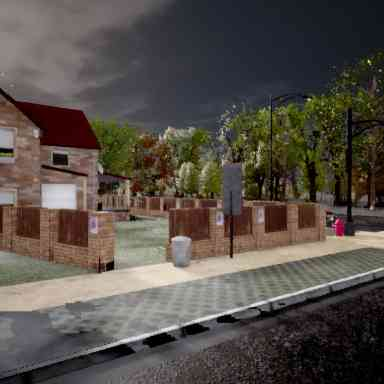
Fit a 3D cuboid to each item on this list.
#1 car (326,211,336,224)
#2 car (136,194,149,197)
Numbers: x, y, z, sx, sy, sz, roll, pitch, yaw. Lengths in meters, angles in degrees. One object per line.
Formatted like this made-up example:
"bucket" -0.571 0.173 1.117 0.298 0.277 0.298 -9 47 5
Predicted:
"car" 7.663 1.469 23.334 1.812 1.442 4.674 0 0 -36
"car" -8.964 1.148 57.959 2.097 1.767 4.553 0 0 -36
